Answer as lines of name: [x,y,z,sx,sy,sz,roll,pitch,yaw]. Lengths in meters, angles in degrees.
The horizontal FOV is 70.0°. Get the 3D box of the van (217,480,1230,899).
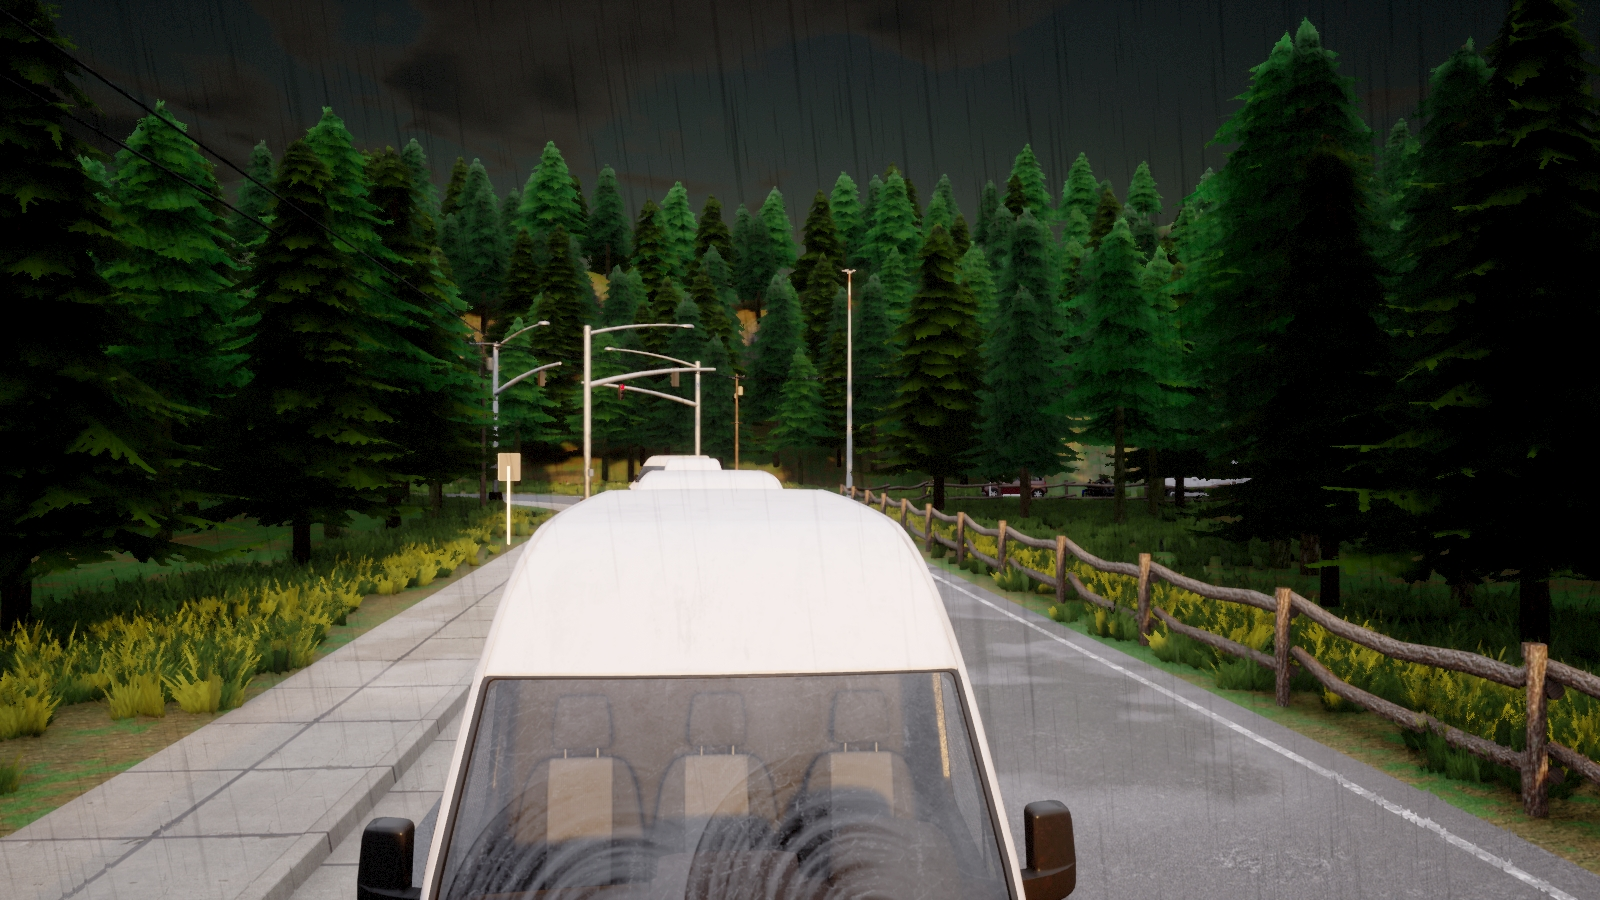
van: [-0.355,1.499,5.197,1.988,2.561,5.915,0,0,-5]

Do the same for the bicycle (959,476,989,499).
bicycle: [9.931,2.158,65.239,1.487,1.276,0.859,0,0,-6]

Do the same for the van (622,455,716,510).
van: [-6.327,1.515,56.001,1.988,2.561,5.915,0,0,22]
